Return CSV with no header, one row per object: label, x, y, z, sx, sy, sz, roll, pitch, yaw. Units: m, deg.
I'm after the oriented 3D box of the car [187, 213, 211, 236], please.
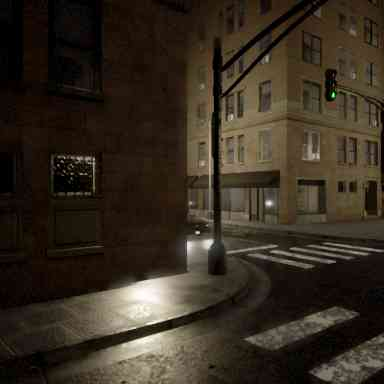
car,-1.278,1.515,17.773,2.033,1.411,5.357,0,0,-36
